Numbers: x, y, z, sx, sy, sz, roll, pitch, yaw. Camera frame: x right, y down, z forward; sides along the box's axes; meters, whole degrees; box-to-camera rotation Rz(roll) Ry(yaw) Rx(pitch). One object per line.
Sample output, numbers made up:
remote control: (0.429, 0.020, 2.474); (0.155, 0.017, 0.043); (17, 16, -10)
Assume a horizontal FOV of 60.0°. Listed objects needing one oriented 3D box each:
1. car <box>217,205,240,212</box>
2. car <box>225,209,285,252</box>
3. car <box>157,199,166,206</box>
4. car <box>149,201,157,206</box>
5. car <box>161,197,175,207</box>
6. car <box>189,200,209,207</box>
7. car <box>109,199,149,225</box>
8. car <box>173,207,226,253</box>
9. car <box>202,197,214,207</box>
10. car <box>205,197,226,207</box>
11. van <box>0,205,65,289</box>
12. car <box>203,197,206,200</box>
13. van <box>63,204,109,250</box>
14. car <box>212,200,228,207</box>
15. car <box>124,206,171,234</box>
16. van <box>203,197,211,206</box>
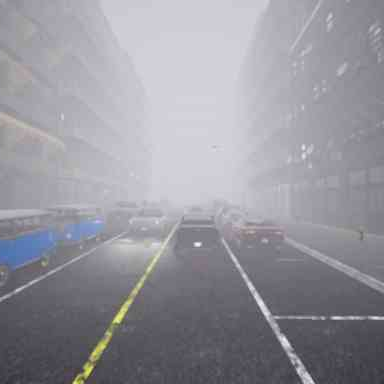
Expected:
car: (2.777, 1.727, 19.970); (1.887, 1.381, 4.507); (1, -1, 1)
car: (2.719, 1.677, 14.440); (1.887, 1.381, 4.507); (1, -1, 1)
car: (-4.872, 1.938, 42.235); (1.947, 1.339, 4.313); (2, -1, 1)
car: (-4.980, 1.578, 31.175); (2.192, 1.841, 5.009); (2, -1, 1)
car: (-4.692, 1.867, 58.825); (2.192, 1.841, 5.009); (2, -1, 1)
car: (0.422, 1.813, 31.958); (1.812, 1.442, 4.674); (0, -1, 1)
car: (-5.038, 1.525, 25.646); (2.192, 1.841, 5.009); (2, -1, 1)
car: (0.233, 1.627, 14.220); (1.837, 1.490, 4.892); (0, -1, 1)
car: (3.268, 2.021, 69.749); (2.192, 1.841, 5.009); (1, -1, 1)
car: (2.922, 1.656, 36.564); (2.192, 1.841, 5.009); (1, -1, 1)
van: (-5.212, 1.400, 9.055); (1.690, 1.788, 3.998); (2, 0, 1)
car: (3.034, 1.895, 47.625); (1.967, 1.590, 4.097); (1, -1, 1)
van: (-5.155, 1.449, 14.586); (1.690, 1.788, 3.998); (2, 0, 1)
car: (2.845, 1.675, 25.502); (1.967, 1.590, 4.097); (1, -1, 1)
car: (-2.642, 1.772, 20.717); (1.895, 1.301, 4.718); (0, -1, 1)
van: (3.325, 2.115, 75.280); (1.690, 1.788, 3.998); (1, -1, 1)
